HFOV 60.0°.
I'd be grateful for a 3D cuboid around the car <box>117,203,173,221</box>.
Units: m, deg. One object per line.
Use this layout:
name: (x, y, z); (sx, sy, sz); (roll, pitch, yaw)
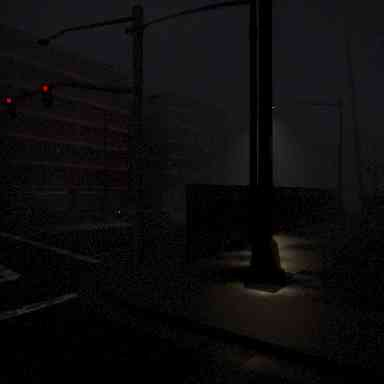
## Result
car: (-3.703, 1.601, 26.615); (1.895, 1.301, 4.718); (0, 0, 35)
